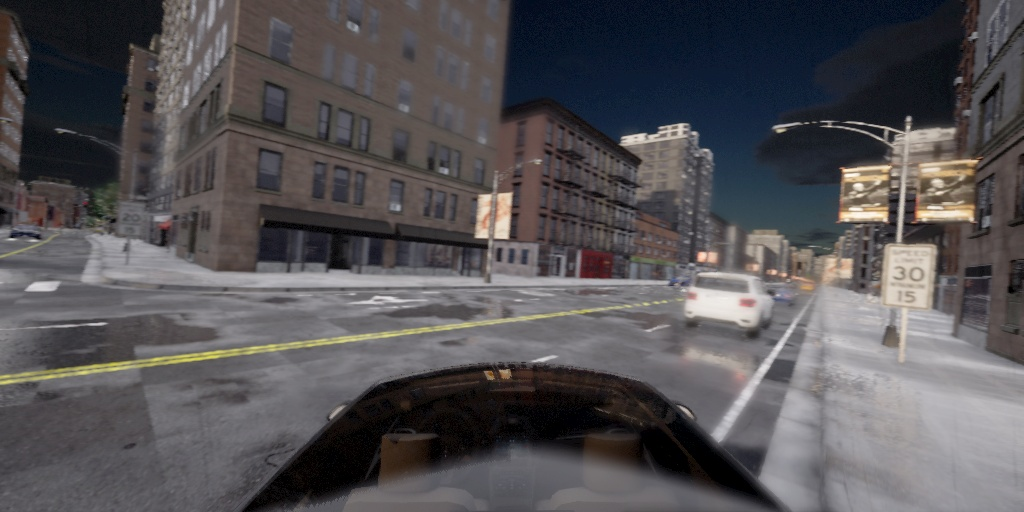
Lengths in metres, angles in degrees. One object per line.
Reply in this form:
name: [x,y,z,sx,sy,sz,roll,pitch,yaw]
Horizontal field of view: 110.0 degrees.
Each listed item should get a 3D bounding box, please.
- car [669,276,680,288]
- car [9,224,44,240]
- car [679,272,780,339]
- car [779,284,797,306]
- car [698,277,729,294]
car: [19.991,3.038,41.922,1.882,1.535,5.008,5,0,41]
car: [-47.983,-2.415,35.509,5.357,1.411,2.033,4,0,39]
car: [8.290,1.701,13.472,2.150,2.045,5.566,5,0,41]
car: [22.317,3.266,29.737,2.033,1.411,5.357,5,0,41]
car: [22.438,3.239,39.792,1.882,1.535,5.008,5,0,41]
